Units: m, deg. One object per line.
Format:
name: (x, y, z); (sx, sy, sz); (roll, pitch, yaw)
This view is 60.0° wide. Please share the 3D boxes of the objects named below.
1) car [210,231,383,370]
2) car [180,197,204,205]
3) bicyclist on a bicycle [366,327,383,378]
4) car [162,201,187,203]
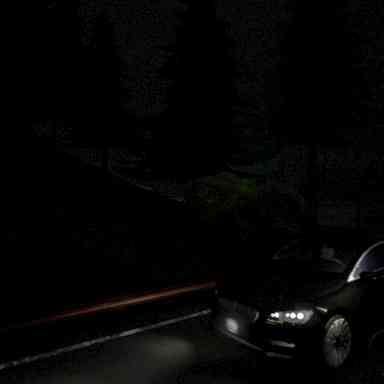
car: (2.524, 1.492, 5.782); (4.902, 1.511, 2.128); (0, 0, -35)
car: (-0.048, 1.743, 64.566); (2.033, 1.411, 5.357); (0, 0, -36)
bicyclist on a bicycle: (2.761, 1.453, 3.592); (1.656, 1.620, 0.582); (-3, -2, 42)
car: (-2.994, 1.681, 62.667); (1.882, 1.535, 5.008); (0, 0, -36)
